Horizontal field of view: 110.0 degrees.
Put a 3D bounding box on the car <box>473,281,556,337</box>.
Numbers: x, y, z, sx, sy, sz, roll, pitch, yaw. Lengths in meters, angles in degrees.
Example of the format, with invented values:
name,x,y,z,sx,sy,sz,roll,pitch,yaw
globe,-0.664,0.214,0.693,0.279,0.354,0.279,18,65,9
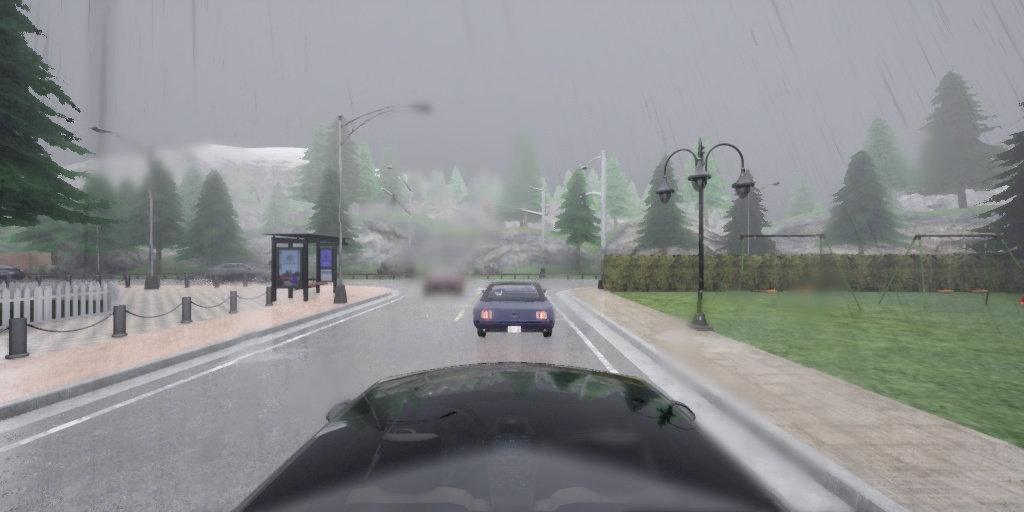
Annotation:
name,x,y,z,sx,sy,sz,roll,pitch,yaw
car,0.076,1.351,10.235,1.895,1.301,4.718,0,0,0

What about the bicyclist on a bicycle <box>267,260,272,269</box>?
name,x,y,z,sx,sy,sz,roll,pitch,yaw
bicyclist on a bicycle,-21.621,1.219,32.239,0.582,1.620,1.656,0,0,0

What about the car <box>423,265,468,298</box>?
name,x,y,z,sx,sy,sz,roll,pitch,yaw
car,-3.340,1.228,18.670,1.882,1.535,5.008,1,0,-7

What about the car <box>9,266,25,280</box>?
name,x,y,z,sx,sy,sz,roll,pitch,yaw
car,-42.369,1.329,28.919,4.181,1.385,1.994,0,0,0

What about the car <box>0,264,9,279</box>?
name,x,y,z,sx,sy,sz,roll,pitch,yaw
car,-39.610,1.243,25.376,5.008,1.535,1.882,0,0,1

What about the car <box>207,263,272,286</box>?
name,x,y,z,sx,sy,sz,roll,pitch,yaw
car,-18.459,1.256,25.117,4.902,1.511,2.128,0,0,1
